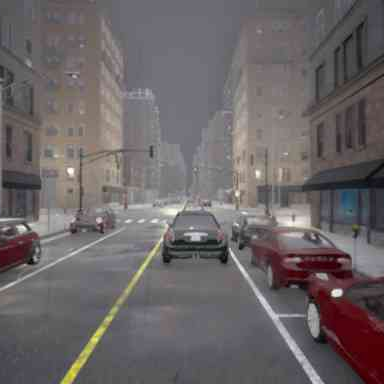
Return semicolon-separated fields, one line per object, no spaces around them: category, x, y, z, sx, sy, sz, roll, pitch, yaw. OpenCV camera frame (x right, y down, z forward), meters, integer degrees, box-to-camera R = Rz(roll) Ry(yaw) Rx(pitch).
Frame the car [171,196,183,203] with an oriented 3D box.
car;-3.261;2.105;71.677;2.033;1.411;5.357;0;-1;-1

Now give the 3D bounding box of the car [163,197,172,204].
car;-6.250;2.147;85.990;1.967;1.590;4.097;0;-1;-1

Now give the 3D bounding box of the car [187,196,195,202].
car;-0.397;2.295;86.023;1.895;1.301;4.718;0;-1;-1

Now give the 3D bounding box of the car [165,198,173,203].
car;-6.304;2.347;91.496;1.802;1.307;4.206;0;-1;-1

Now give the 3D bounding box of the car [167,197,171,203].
car;-6.093;2.088;69.466;1.887;1.381;4.507;0;-1;-1

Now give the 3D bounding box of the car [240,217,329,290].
car;2.675;1.609;9.112;1.887;1.381;4.507;0;0;0

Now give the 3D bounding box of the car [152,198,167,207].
car;-5.988;1.995;58.451;2.008;1.369;4.403;0;0;-1

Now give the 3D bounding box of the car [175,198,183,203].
car;-3.408;2.307;87.242;1.895;1.301;4.718;0;-1;-1

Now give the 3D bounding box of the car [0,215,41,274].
car;-5.850;1.504;9.105;1.967;1.590;4.097;0;0;0

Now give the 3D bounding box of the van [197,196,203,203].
van;2.223;2.107;91.571;1.690;1.788;3.998;0;-1;-1

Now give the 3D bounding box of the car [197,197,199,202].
car;2.484;2.061;64.035;1.947;1.339;4.313;0;-1;-1

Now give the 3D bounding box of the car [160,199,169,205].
car;-6.146;2.178;74.973;1.802;1.307;4.206;0;-1;-1

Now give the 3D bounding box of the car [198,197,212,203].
car;2.537;1.991;58.529;1.887;1.381;4.507;0;-1;-1

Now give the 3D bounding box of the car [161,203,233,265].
car;0.077;1.439;12.253;2.097;1.767;4.553;0;0;-1

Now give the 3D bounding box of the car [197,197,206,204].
car;2.327;2.092;80.557;1.967;1.590;4.097;0;-1;-1

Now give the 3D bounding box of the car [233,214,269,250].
car;2.675;1.655;14.603;2.008;1.369;4.403;0;0;0

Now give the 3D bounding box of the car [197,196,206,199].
car;2.430;2.072;69.712;1.752;1.417;4.829;0;-1;-1

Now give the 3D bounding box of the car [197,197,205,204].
car;2.274;2.148;86.062;1.967;1.590;4.097;0;-1;-1

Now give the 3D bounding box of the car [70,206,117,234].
car;-5.851;1.583;20.091;1.967;1.590;4.097;0;0;0

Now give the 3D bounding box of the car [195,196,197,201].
car;2.380;1.913;75.051;2.192;1.841;5.009;0;-1;-1

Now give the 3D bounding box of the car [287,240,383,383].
car;2.677;1.571;3.621;1.887;1.381;4.507;0;0;0
